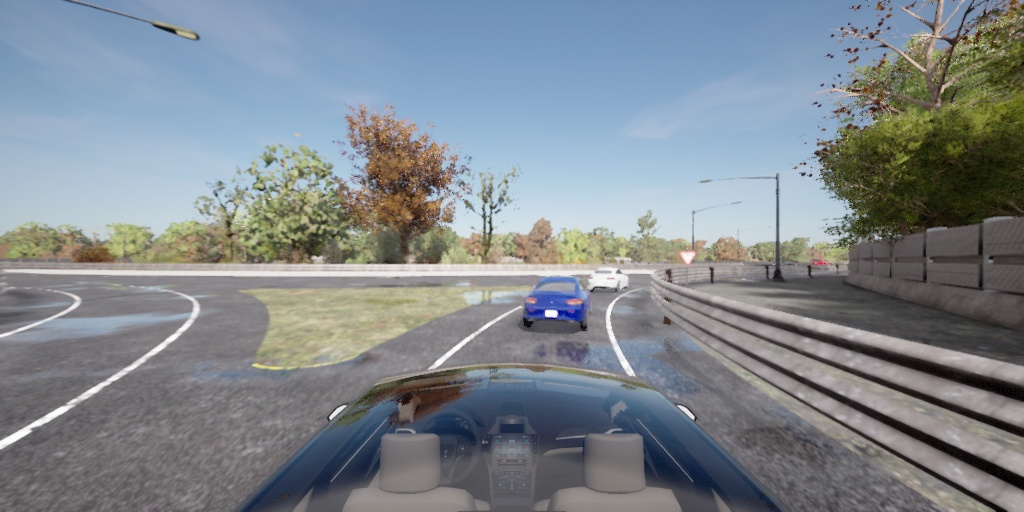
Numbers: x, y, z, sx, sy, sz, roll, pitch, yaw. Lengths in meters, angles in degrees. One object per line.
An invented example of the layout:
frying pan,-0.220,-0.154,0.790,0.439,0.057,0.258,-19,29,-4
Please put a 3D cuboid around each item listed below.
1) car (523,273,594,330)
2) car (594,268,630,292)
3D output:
car,1.561,1.353,11.472,1.812,1.442,4.674,0,-1,14
car,6.182,1.456,22.875,1.812,1.442,4.674,0,0,29
